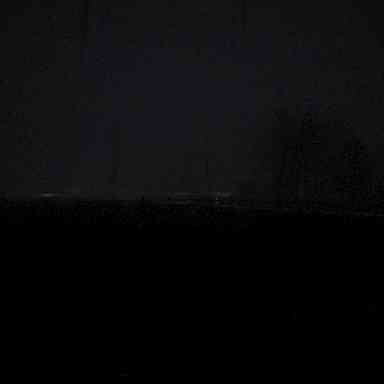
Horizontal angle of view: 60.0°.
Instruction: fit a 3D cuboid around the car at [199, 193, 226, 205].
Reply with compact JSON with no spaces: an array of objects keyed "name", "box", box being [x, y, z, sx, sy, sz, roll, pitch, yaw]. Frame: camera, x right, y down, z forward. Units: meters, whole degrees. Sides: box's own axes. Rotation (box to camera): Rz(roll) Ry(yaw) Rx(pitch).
[{"name":"car","box":[3.088,1.005,50.263,2.097,1.767,4.553,-1,1,-35]}]
